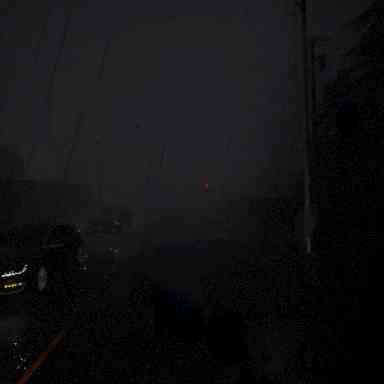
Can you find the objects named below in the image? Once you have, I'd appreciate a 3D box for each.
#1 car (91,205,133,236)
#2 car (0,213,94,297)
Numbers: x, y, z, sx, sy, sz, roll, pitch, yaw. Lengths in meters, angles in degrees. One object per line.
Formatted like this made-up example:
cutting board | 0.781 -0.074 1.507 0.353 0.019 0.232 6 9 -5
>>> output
car | -4.627 1.550 19.114 1.882 1.535 5.008 -1 0 -2
car | -4.320 1.589 8.939 1.837 1.490 4.892 -1 0 -2
